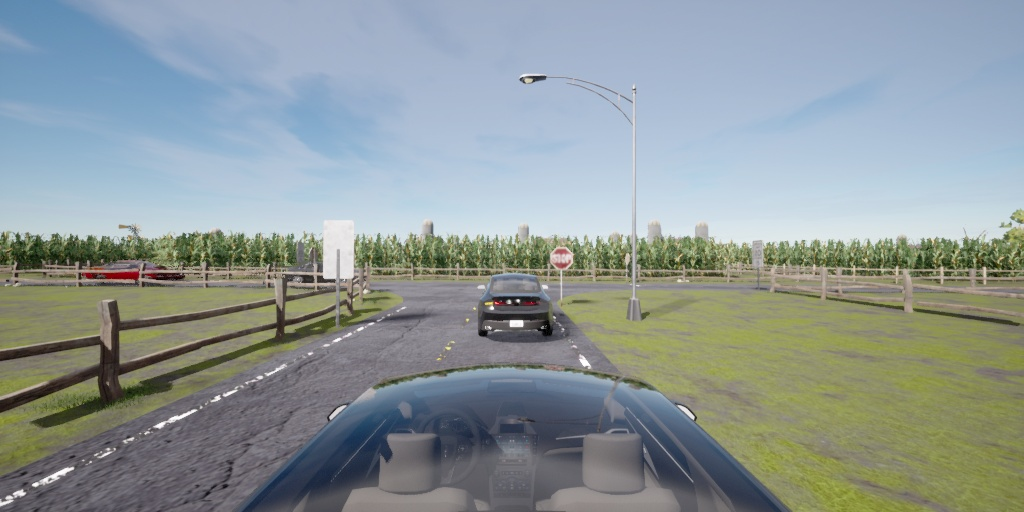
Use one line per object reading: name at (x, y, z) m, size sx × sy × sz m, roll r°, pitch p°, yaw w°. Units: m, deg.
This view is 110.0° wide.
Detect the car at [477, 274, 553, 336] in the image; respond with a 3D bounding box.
car at (0.041, 1.257, 10.383) m, size 1.837 × 1.490 × 4.892 m, roll 0°, pitch 0°, yaw -1°

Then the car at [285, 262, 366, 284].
car at (-11.869, 1.160, 23.135) m, size 4.892 × 1.490 × 1.837 m, roll 0°, pitch -1°, yaw 0°

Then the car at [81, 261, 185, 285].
car at (-24.187, 1.172, 23.168) m, size 4.718 × 1.301 × 1.895 m, roll 0°, pitch -1°, yaw 0°
